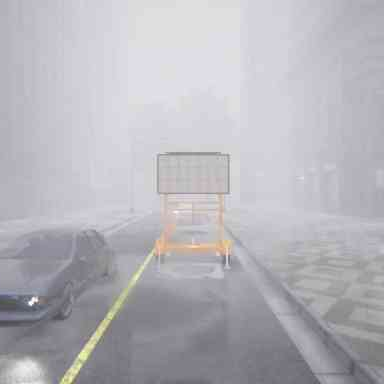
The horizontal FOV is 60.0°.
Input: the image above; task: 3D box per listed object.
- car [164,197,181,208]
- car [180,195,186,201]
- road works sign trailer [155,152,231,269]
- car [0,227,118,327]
[{"bbox_3d":[-2.929,1.637,47.996,1.895,1.301,4.718,0,0,0],"label":"car"},{"bbox_3d":[-2.669,1.626,92.767,1.837,1.490,4.892,0,-1,0],"label":"car"},{"bbox_3d":[0.041,0.466,11.182,2.380,3.560,2.880,0,0,0],"label":"road works sign trailer"},{"bbox_3d":[-3.075,1.548,7.536,2.033,1.411,5.357,0,0,0],"label":"car"}]
